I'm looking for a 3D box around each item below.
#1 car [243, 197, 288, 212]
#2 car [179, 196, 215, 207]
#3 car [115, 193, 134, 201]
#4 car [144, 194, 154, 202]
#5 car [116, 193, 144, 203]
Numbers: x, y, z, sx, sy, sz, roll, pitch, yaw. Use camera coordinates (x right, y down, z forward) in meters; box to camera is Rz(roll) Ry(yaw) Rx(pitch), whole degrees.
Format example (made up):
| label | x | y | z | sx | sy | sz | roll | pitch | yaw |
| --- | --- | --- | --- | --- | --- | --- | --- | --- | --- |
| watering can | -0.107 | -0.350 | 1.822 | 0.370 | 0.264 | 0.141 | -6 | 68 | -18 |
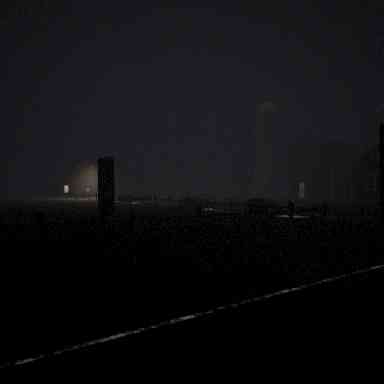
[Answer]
| label | x | y | z | sx | sy | sz | roll | pitch | yaw |
| --- | --- | --- | --- | --- | --- | --- | --- | --- | --- |
| car | 7.071 | 1.306 | 32.507 | 1.837 | 1.490 | 4.892 | -1 | 1 | -36 |
| car | 0.522 | 1.243 | 41.613 | 2.033 | 1.411 | 5.357 | -1 | 1 | -36 |
| car | -13.535 | 0.905 | 66.048 | 1.837 | 1.490 | 4.892 | -1 | 1 | -36 |
| car | -8.677 | 1.084 | 59.318 | 1.895 | 1.301 | 4.718 | -1 | 1 | -36 |
| car | -10.966 | 1.052 | 57.706 | 2.033 | 1.411 | 5.357 | -1 | 1 | -35 |
